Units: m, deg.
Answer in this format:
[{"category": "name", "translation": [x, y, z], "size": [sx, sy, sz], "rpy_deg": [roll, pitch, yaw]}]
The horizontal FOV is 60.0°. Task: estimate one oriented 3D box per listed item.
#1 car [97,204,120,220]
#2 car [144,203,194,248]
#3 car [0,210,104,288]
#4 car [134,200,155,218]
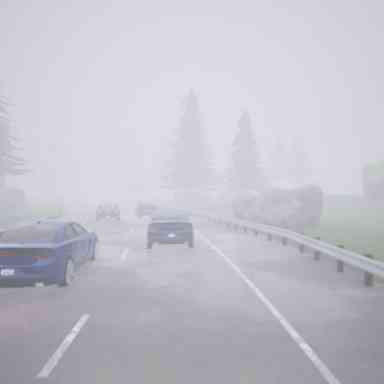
[{"category": "car", "translation": [-7.163, 1.647, 28.414], "size": [1.895, 1.301, 4.718], "rpy_deg": [0, 0, -14]}, {"category": "car", "translation": [-1.079, 1.494, 15.019], "size": [1.882, 1.535, 5.008], "rpy_deg": [0, 0, -7]}, {"category": "car", "translation": [-3.963, 1.498, 9.290], "size": [1.882, 1.535, 5.008], "rpy_deg": [0, 0, -5]}, {"category": "car", "translation": [-4.372, 1.518, 31.422], "size": [1.882, 1.535, 5.008], "rpy_deg": [0, 0, -15]}]
